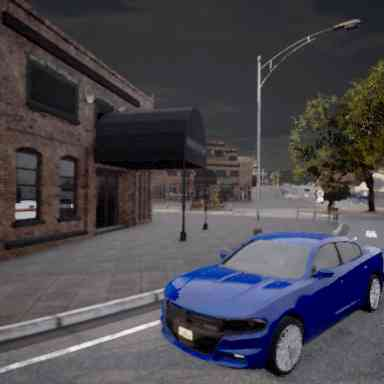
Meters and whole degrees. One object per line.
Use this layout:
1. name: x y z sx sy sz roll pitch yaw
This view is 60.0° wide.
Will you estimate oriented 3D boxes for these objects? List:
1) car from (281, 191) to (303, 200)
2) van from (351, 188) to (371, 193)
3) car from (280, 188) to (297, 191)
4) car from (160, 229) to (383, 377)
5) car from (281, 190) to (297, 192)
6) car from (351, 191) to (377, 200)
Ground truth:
1. car: 25.336 1.151 82.847 4.674 1.452 2.002 -2 3 -7
2. van: 43.125 0.734 83.395 4.442 1.987 1.878 0 4 -5
3. car: 26.705 0.594 88.569 4.553 1.767 2.185 -2 4 -7
4. car: 1.716 1.472 5.844 5.008 1.535 1.882 0 0 -44
5. car: 26.035 0.944 85.719 4.792 1.488 2.163 -2 3 -7
6. car: 42.221 1.158 80.512 5.008 1.535 2.097 0 4 -5
